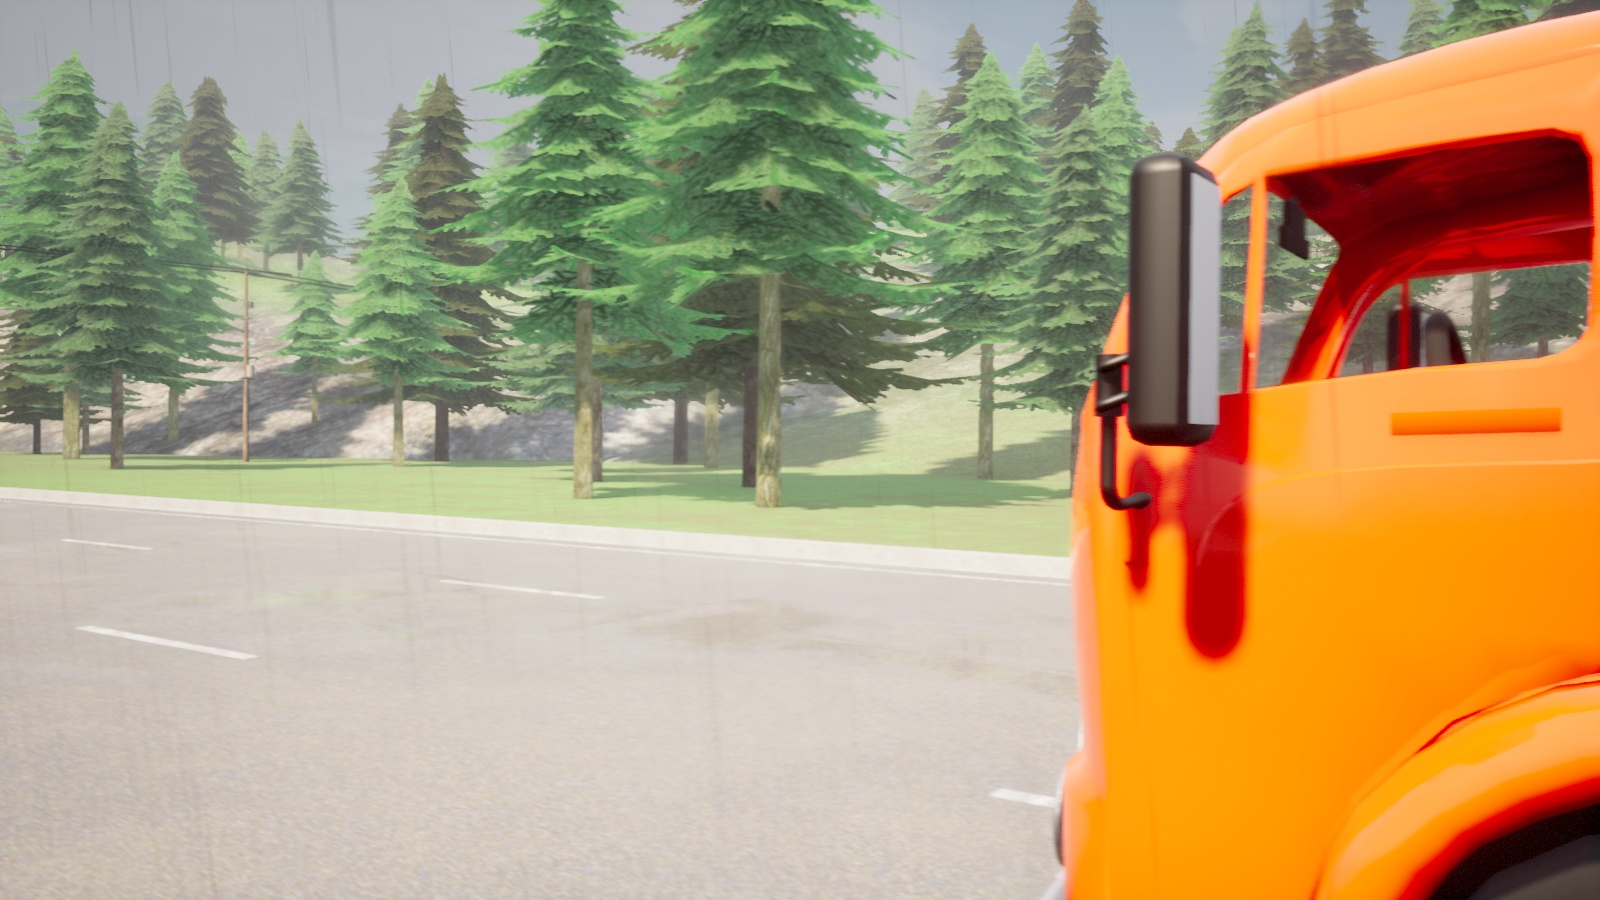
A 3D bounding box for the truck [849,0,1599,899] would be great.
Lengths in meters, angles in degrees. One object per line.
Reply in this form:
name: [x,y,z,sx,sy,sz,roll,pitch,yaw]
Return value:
truck: [2.980,0.195,1.633,5.204,2.467,2.627,0,1,34]
